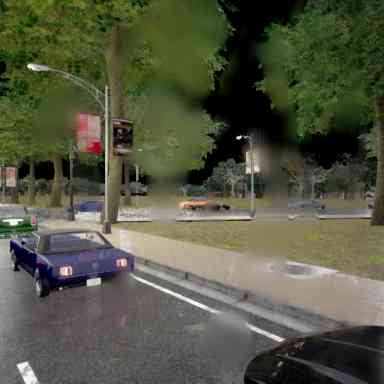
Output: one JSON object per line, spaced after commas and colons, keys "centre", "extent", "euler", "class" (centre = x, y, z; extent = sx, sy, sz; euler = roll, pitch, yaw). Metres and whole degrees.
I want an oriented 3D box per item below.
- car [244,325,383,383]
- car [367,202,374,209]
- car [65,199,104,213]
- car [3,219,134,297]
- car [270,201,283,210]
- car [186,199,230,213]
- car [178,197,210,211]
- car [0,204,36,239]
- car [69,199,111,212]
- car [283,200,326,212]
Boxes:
{"centre": [2.346, 1.478, 1.248], "extent": [1.882, 1.535, 5.008], "euler": [0, 0, -37], "class": "car"}
{"centre": [28.620, 1.866, 49.853], "extent": [4.892, 1.490, 1.837], "euler": [1, 0, -14], "class": "car"}
{"centre": [-11.252, 1.567, 36.468], "extent": [5.008, 1.535, 1.882], "euler": [0, 0, -14], "class": "car"}
{"centre": [-3.413, 1.601, 8.732], "extent": [1.895, 1.301, 4.718], "euler": [0, 0, -38], "class": "car"}
{"centre": [12.977, 1.801, 45.975], "extent": [4.181, 1.385, 1.994], "euler": [0, 0, -15], "class": "car"}
{"centre": [2.069, 1.767, 39.848], "extent": [4.718, 1.301, 1.895], "euler": [0, 0, -14], "class": "car"}
{"centre": [0.509, 1.513, 42.805], "extent": [4.553, 1.767, 2.097], "euler": [0, 0, -14], "class": "car"}
{"centre": [-8.891, 1.352, 15.859], "extent": [2.097, 1.767, 4.553], "euler": [0, 0, -38], "class": "car"}
{"centre": [-12.058, 1.614, 39.600], "extent": [4.674, 1.442, 1.812], "euler": [0, 0, -14], "class": "car"}
{"centre": [14.910, 1.737, 43.106], "extent": [4.902, 1.511, 2.128], "euler": [0, 0, -14], "class": "car"}
